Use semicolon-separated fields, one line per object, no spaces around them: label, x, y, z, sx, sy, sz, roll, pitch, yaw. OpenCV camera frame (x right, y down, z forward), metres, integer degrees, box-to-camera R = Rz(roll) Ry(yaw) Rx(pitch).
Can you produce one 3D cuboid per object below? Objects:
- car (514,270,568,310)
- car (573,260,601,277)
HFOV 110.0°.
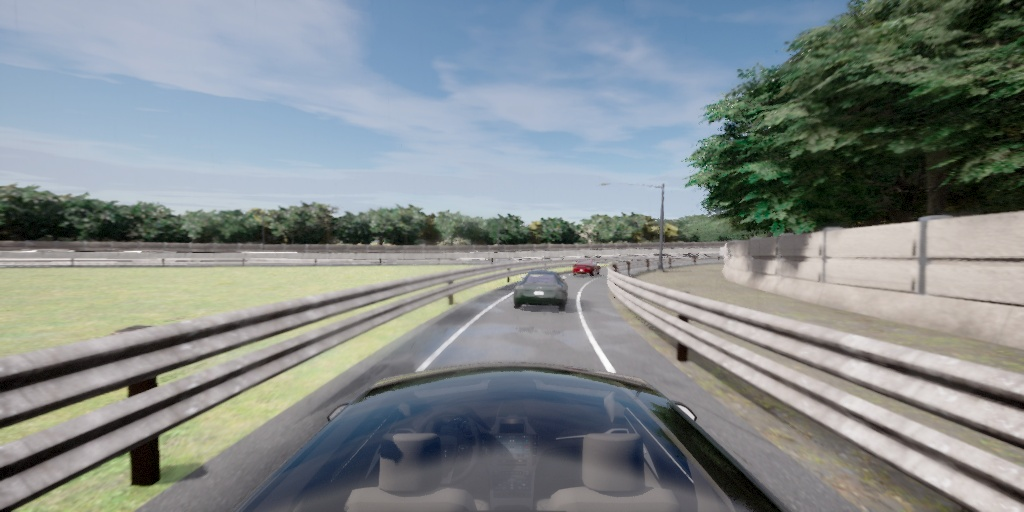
car;1.287;1.287;14.772;1.994;1.385;4.181;1;0;9
car;7.327;1.131;34.854;1.882;1.535;5.008;1;1;24
